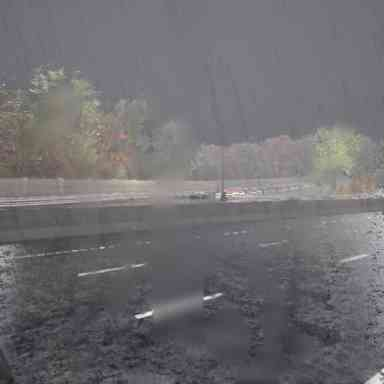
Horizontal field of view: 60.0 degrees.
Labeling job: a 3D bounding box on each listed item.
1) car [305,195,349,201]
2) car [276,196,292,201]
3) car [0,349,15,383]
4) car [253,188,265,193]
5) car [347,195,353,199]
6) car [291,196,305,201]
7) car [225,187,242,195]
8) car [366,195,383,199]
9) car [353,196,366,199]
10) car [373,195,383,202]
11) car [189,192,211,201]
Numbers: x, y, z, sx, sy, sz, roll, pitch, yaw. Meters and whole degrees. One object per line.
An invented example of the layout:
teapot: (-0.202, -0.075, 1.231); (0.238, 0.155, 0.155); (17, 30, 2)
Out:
car: (16.488, 1.390, 40.555); (5.357, 1.411, 2.033); (0, 0, -39)
car: (13.904, 1.289, 47.458); (4.902, 1.511, 2.128); (0, 0, -39)
car: (-3.474, 1.481, 1.432); (4.892, 1.490, 1.837); (0, 0, -39)
car: (16.462, -0.226, 81.977); (1.895, 1.301, 4.718); (0, 3, 31)
car: (26.551, 1.279, 57.713); (5.008, 1.535, 1.882); (0, 0, -39)
car: (15.754, 1.345, 44.454); (4.674, 1.442, 1.812); (0, 0, -39)
car: (8.552, 0.020, 68.370); (2.150, 2.045, 5.566); (0, 2, 29)
car: (29.035, 1.350, 50.740); (4.892, 1.490, 1.837); (0, 0, -39)
car: (29.150, 1.350, 55.316); (4.674, 1.442, 1.812); (0, 0, -39)
car: (38.767, 1.313, 67.663); (4.718, 1.301, 1.895); (0, 0, -39)
car: (1.317, 0.724, 54.638); (1.895, 1.301, 4.718); (0, 1, 27)
